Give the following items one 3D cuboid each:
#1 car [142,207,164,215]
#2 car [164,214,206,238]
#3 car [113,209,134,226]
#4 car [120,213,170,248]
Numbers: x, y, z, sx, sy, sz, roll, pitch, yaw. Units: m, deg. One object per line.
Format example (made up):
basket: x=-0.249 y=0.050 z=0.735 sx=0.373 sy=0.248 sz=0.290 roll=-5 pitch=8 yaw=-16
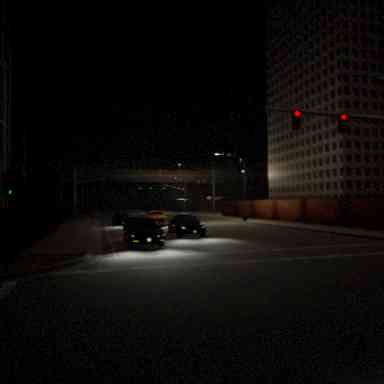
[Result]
car: x=-3.921 y=2.726 z=35.807 sx=1.882 sy=1.535 sz=5.008 roll=0 pitch=-2 yaw=-16
car: x=-0.451 y=2.323 z=23.415 sx=1.812 sy=1.442 sz=4.674 roll=0 pitch=-2 yaw=-16
car: x=-7.442 y=2.819 z=35.397 sx=2.033 sy=1.411 sz=5.357 roll=0 pitch=-2 yaw=-15
car: x=-2.737 y=2.162 z=18.513 sx=1.837 sy=1.490 sz=4.892 roll=0 pitch=-2 yaw=-16
